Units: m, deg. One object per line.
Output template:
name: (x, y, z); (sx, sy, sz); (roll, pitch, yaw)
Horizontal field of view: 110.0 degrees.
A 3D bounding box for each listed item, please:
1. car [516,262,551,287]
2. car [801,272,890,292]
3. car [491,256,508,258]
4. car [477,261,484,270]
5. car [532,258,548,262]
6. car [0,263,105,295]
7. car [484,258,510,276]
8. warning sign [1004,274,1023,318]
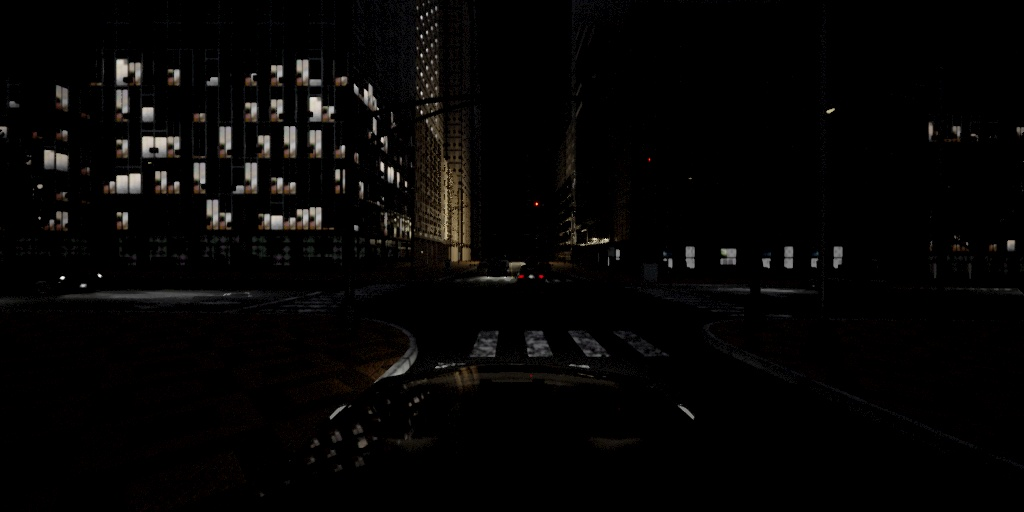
car: (1.287, 1.315, 24.415); (2.033, 1.411, 5.357); (0, 0, 3)
car: (22.916, 1.781, 24.727); (4.718, 1.301, 1.895); (1, 0, -3)
car: (-1.519, 0.972, 54.018); (2.150, 2.045, 5.566); (0, 0, 0)
car: (-3.993, 1.332, 51.065); (1.802, 1.307, 4.207); (0, 0, 0)
car: (3.956, 1.320, 45.567); (1.948, 1.339, 4.313); (0, 0, 0)
car: (-21.439, 0.979, 15.992); (4.718, 1.301, 1.895); (1, 0, -3)
car: (-1.475, 1.237, 37.037); (1.882, 1.535, 5.008); (0, 1, 1)
warning sign: (17.281, 1.202, 11.756); (1.060, 1.860, 1.300); (0, 0, -3)
